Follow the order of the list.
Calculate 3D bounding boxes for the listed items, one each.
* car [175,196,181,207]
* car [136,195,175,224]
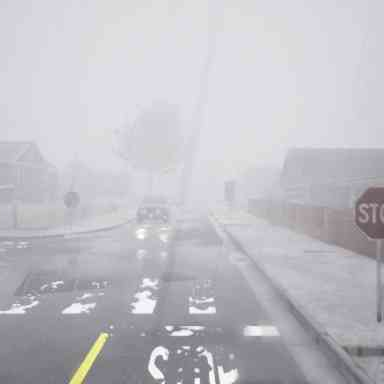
[{"bbox_3d":[-2.774,1.342,49.899,2.097,1.767,4.553,0,0,-1],"label":"car"},{"bbox_3d":[-2.721,1.238,24.944,2.150,2.045,5.566,0,0,0],"label":"car"}]
